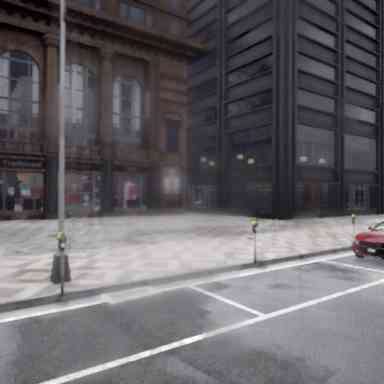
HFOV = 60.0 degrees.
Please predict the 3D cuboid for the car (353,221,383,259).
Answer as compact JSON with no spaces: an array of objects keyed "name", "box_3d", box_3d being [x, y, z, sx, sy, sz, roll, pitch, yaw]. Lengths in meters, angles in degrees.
[{"name":"car","box_3d":[7.560,1.633,11.933,4.507,1.381,1.887,0,0,-36]}]
